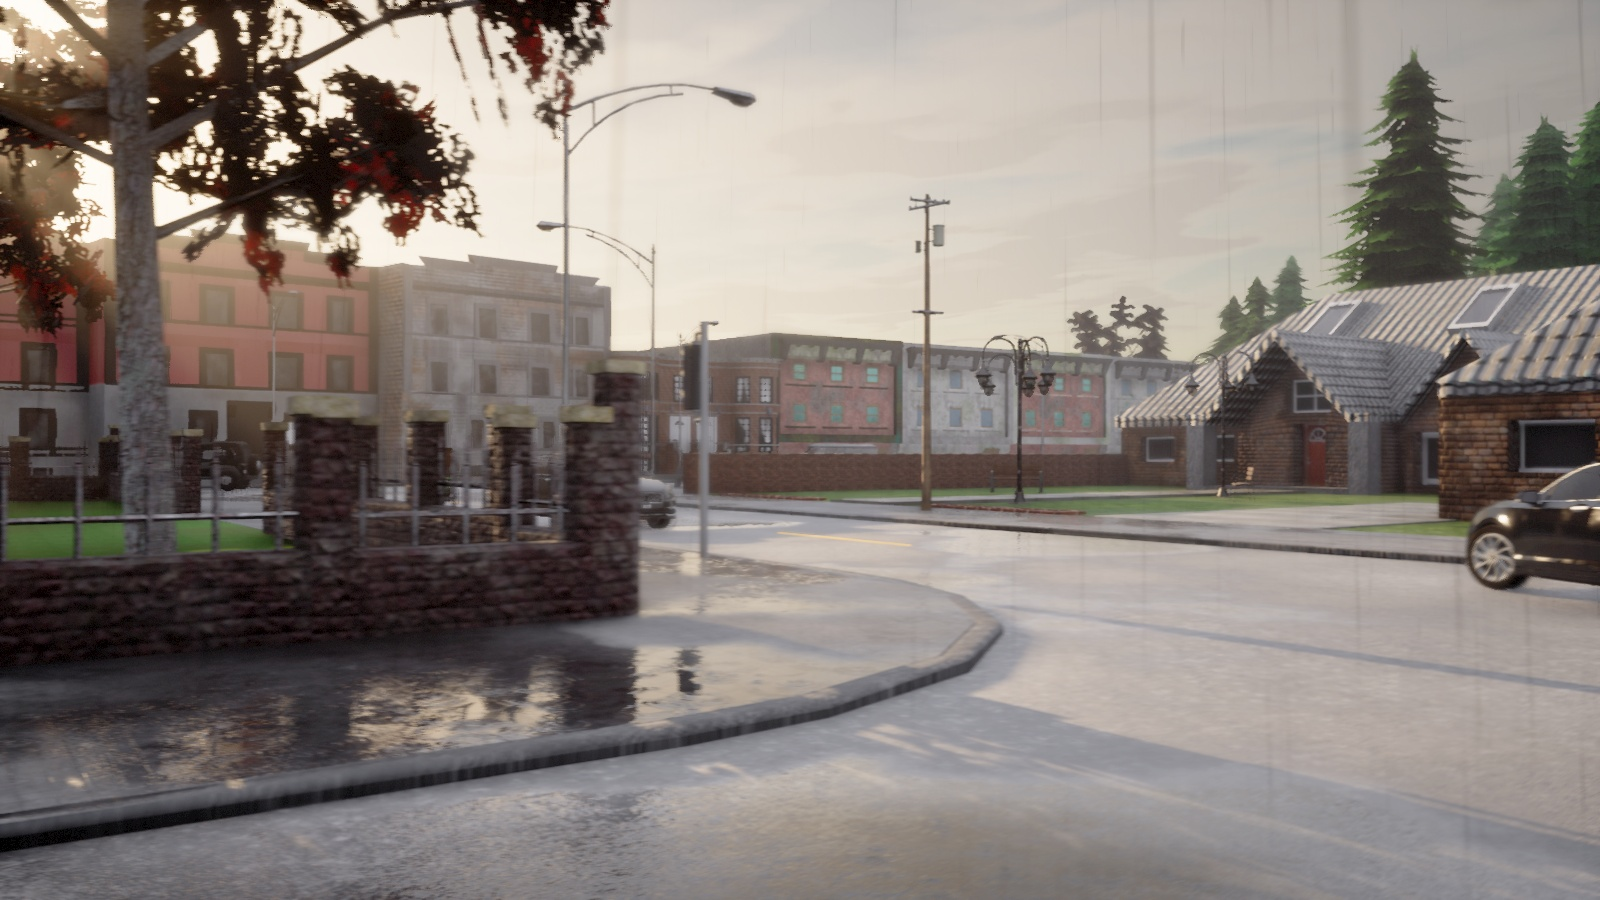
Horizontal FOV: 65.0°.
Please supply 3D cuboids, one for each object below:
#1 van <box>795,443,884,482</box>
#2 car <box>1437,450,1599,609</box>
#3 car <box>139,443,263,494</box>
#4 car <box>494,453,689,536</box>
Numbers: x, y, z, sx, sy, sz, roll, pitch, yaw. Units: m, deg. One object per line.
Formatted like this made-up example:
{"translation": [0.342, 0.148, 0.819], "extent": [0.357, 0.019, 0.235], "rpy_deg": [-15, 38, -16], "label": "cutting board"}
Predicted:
{"translation": [2.079, 0.634, 65.790], "extent": [4.442, 1.987, 1.775], "rpy_deg": [0, 0, -35], "label": "van"}
{"translation": [8.432, 0.755, 12.247], "extent": [1.837, 1.490, 4.892], "rpy_deg": [1, 0, -2], "label": "car"}
{"translation": [-22.654, 0.701, 47.626], "extent": [3.866, 1.878, 1.905], "rpy_deg": [0, 0, -10], "label": "car"}
{"translation": [-4.308, 0.815, 25.249], "extent": [1.837, 1.490, 4.892], "rpy_deg": [0, 0, -36], "label": "car"}
